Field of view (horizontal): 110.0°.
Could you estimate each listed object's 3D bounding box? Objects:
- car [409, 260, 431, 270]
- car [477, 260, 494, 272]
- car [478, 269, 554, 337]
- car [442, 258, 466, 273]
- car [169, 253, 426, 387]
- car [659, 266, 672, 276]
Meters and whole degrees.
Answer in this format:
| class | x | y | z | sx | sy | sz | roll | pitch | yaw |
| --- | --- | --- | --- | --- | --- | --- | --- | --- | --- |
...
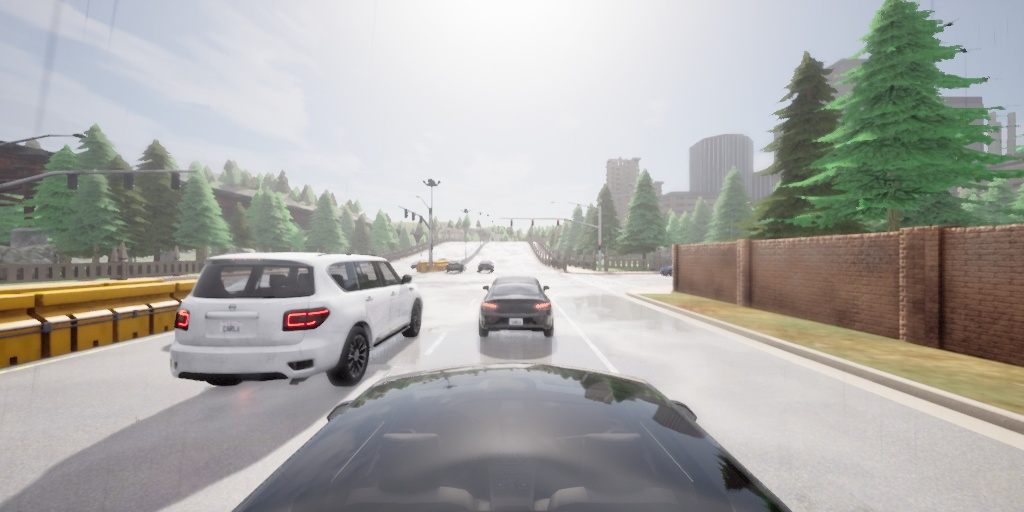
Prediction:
| class | x | y | z | sx | sy | sz | roll | pitch | yaw |
| --- | --- | --- | --- | --- | --- | --- | --- | --- | --- |
| car | -13.829 | 1.272 | 54.259 | 2.033 | 1.411 | 5.357 | 0 | 0 | 0 |
| car | -3.201 | 1.255 | 44.509 | 1.812 | 1.442 | 4.674 | 0 | 0 | 0 |
| car | 0.116 | 1.272 | 10.146 | 1.812 | 1.442 | 4.674 | 0 | 0 | 1 |
| car | -6.693 | 1.221 | 43.480 | 2.128 | 1.511 | 4.902 | 0 | 0 | 0 |
| car | -3.416 | 0.969 | 7.090 | 2.150 | 2.045 | 5.566 | 0 | 0 | 1 |
| car | 17.054 | 1.259 | 35.442 | 4.674 | 1.442 | 1.812 | 0 | 0 | 0 |
